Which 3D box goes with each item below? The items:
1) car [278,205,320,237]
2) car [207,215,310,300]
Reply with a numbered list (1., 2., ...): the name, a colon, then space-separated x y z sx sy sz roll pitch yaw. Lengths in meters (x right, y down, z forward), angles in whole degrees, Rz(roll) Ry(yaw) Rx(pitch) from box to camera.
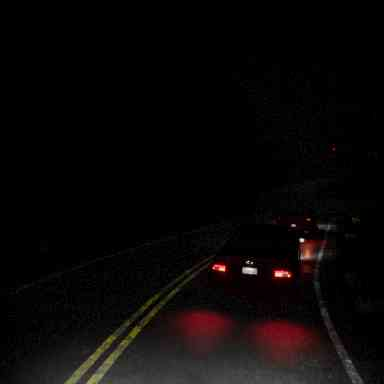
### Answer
1. car: 5.965 1.485 18.538 1.882 1.535 5.008 2 1 23
2. car: 1.877 1.548 8.693 2.033 1.411 5.357 2 0 18
